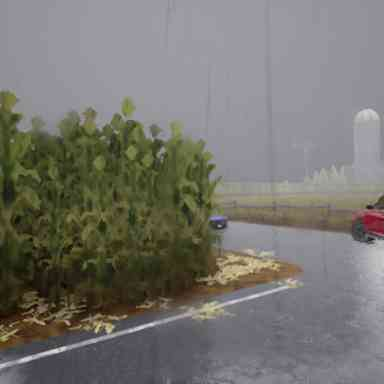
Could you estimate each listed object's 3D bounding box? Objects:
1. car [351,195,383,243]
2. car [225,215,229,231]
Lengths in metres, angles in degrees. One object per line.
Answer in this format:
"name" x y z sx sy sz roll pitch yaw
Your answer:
"car" 7.536 1.019 11.363 2.150 2.045 5.566 1 1 7
"car" -0.147 1.317 17.582 1.882 1.535 5.008 -1 1 -35
